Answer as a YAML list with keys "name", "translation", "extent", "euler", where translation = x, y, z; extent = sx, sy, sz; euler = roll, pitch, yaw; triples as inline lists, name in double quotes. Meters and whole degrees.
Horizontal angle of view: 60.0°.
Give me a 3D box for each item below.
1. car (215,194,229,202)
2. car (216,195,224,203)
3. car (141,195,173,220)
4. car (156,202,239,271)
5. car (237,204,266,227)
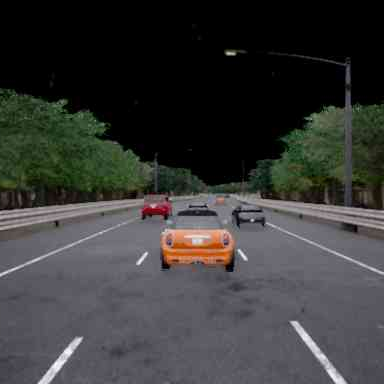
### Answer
- name: "car"
  translation: [5.723, 1.669, 66.487]
  extent: [2.097, 1.767, 4.553]
  euler: [0, 0, 4]
- name: "car"
  translation: [7.420, 1.706, 88.335]
  extent: [2.150, 2.045, 5.566]
  euler: [0, 0, 5]
- name: "car"
  translation: [-2.965, 1.287, 28.965]
  extent: [2.150, 2.045, 5.566]
  euler: [0, 0, 2]
- name: "car"
  translation: [0.176, 1.367, 11.181]
  extent: [2.097, 1.767, 4.553]
  euler: [0, 0, 1]
- name: "car"
  translation: [3.764, 1.537, 22.809]
  extent: [2.128, 1.511, 4.902]
  euler: [0, 0, 1]
